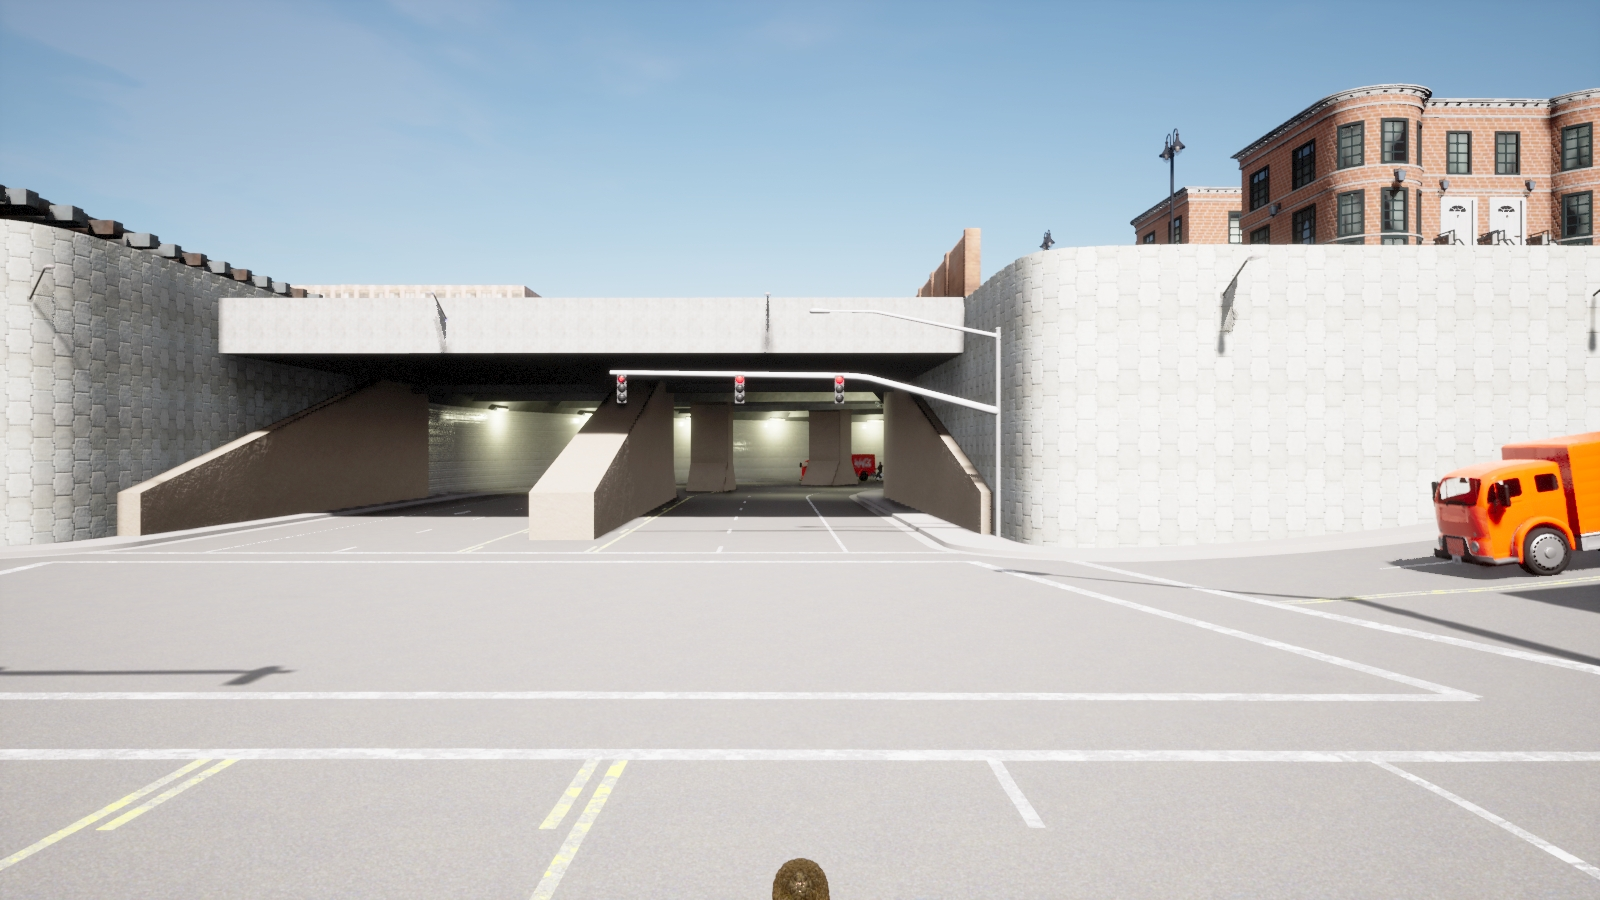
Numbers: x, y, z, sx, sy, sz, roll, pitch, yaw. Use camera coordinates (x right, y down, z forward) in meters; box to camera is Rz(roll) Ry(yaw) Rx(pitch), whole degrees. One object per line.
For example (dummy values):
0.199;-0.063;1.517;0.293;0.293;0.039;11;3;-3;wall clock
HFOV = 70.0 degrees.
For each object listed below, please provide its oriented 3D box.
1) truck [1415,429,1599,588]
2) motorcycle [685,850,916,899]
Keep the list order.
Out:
15.646;0.970;22.653;5.204;2.467;2.627;-8;0;0;truck
0.004;2.174;3.443;0.803;1.224;2.033;0;0;0;motorcycle
